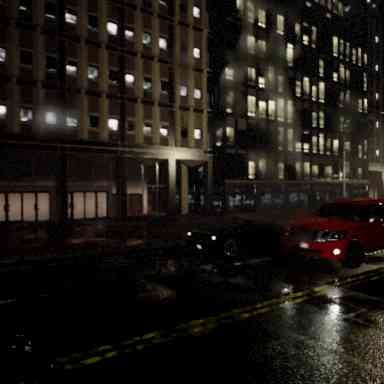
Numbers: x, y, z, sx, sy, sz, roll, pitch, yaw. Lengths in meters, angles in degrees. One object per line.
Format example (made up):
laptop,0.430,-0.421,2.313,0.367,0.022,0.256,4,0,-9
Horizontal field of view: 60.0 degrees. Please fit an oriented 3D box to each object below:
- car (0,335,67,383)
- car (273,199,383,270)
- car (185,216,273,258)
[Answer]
car,-2.884,1.591,1.383,4.718,1.301,1.895,0,0,-36
car,5.663,1.288,11.717,5.566,2.045,2.150,0,0,-35
car,2.068,1.655,13.144,4.718,1.301,1.895,0,0,-35
